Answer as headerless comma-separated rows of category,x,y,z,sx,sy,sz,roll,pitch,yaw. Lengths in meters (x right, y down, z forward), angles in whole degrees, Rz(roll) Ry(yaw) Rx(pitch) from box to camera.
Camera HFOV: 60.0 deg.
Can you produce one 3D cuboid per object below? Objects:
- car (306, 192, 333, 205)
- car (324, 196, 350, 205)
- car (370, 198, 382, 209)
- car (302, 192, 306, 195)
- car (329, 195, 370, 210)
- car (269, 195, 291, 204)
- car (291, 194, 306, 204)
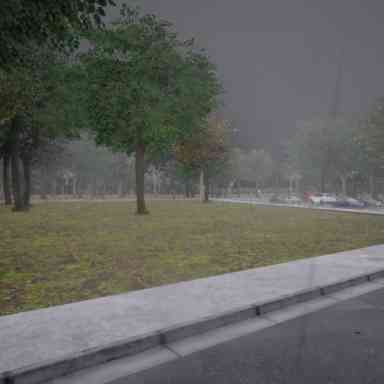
car,23.992,1.269,61.486,2.150,2.045,5.566,0,-1,-11
car,27.129,1.554,62.338,2.128,1.511,4.902,0,0,-12
car,23.878,1.519,45.894,2.128,1.511,4.902,0,0,-12
car,21.774,1.406,71.535,2.128,1.511,4.902,0,0,-12
car,20.887,1.541,44.342,1.812,1.442,4.674,0,0,-12
car,16.648,1.557,64.459,1.837,1.490,4.892,0,0,-12
car,19.813,1.581,65.204,1.812,1.442,4.674,0,0,-12
